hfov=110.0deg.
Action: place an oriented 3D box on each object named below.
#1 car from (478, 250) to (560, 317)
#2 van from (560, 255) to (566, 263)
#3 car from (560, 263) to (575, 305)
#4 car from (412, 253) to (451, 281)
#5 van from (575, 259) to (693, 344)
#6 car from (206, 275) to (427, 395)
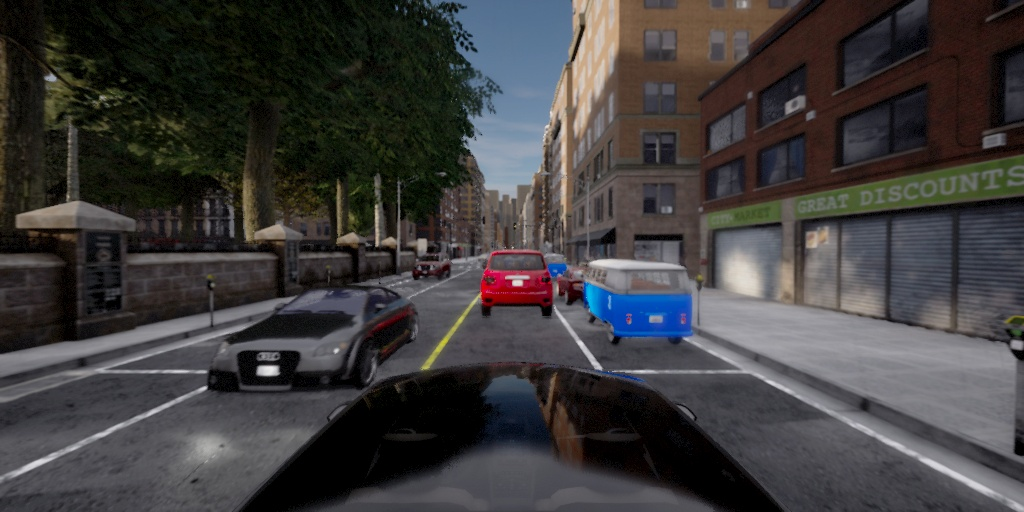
[{"bbox_3d":[0.110,0.818,12.535,2.150,2.045,5.566,0,0,-1],"label":"car"},{"bbox_3d":[2.869,0.751,25.937,1.690,1.789,3.998,0,0,0],"label":"van"},{"bbox_3d":[2.858,1.117,14.617,1.888,1.381,4.507,0,0,0],"label":"car"},{"bbox_3d":[-5.656,0.719,25.904,2.192,1.841,5.009,0,0,0],"label":"car"},{"bbox_3d":[2.853,0.992,8.957,1.690,1.789,3.998,0,0,0],"label":"van"},{"bbox_3d":[-3.104,1.245,6.553,1.994,1.385,4.181,0,1,0],"label":"car"}]
